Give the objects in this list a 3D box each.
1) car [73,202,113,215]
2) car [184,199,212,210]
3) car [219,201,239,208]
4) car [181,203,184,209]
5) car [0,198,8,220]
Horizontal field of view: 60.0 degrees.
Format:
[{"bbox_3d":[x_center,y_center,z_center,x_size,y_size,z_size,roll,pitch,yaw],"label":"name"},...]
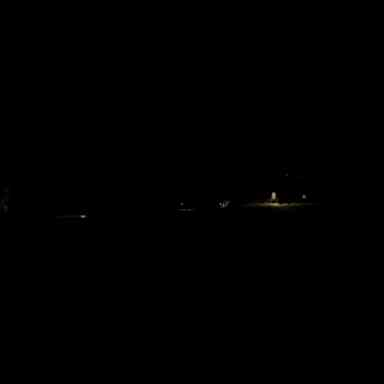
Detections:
[{"bbox_3d":[-11.861,1.916,40.072,1.882,1.535,5.008,-1,-1,34],"label":"car"},{"bbox_3d":[1.356,2.062,54.009,2.128,1.511,4.902,-1,-1,35],"label":"car"},{"bbox_3d":[7.052,2.262,62.274,1.895,1.301,4.718,-1,-1,35],"label":"car"},{"bbox_3d":[0.083,1.981,57.122,2.097,1.767,4.553,-1,-1,35],"label":"car"},{"bbox_3d":[-19.251,1.538,29.461,2.150,2.045,5.566,-1,-1,34],"label":"car"}]
